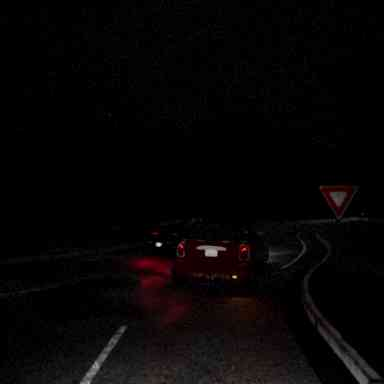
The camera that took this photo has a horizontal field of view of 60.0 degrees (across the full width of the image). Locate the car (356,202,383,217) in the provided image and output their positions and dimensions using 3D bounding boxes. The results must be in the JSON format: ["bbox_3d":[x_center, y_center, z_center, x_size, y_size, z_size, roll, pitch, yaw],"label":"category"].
[{"bbox_3d":[19.103,1.694,33.625,4.718,1.301,1.895,-5,0,-12],"label":"car"}]

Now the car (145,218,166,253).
[{"bbox_3d":[-0.264,1.864,15.101,1.837,1.490,4.892,-1,-2,25],"label":"car"}]

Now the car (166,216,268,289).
[{"bbox_3d":[1.060,1.565,10.082,2.097,1.767,4.553,0,-2,16],"label":"car"}]
